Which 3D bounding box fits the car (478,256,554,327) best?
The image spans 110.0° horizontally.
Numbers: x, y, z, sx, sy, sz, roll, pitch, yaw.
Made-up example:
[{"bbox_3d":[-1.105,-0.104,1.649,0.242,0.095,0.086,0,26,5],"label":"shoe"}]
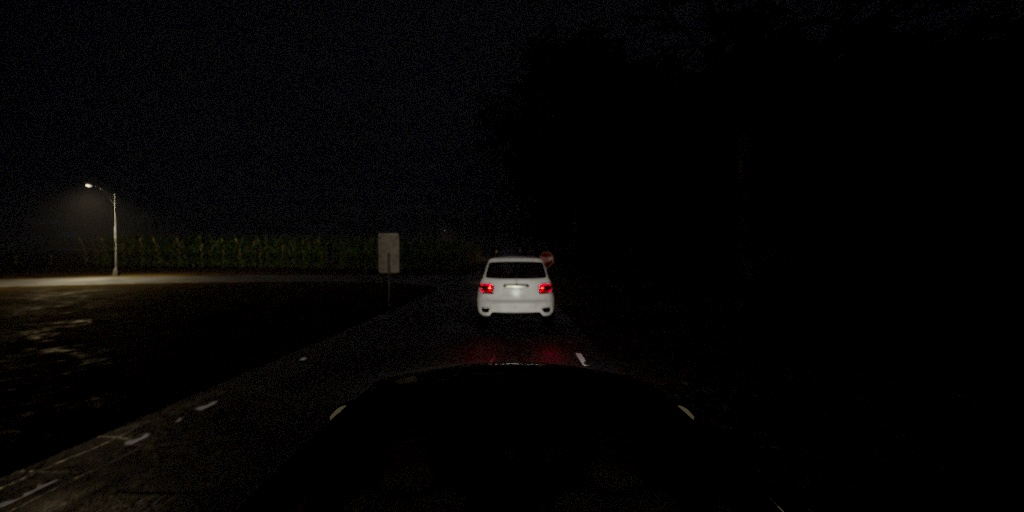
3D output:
[{"bbox_3d":[0.105,1.032,12.007,2.150,2.045,5.566,0,0,0],"label":"car"}]
